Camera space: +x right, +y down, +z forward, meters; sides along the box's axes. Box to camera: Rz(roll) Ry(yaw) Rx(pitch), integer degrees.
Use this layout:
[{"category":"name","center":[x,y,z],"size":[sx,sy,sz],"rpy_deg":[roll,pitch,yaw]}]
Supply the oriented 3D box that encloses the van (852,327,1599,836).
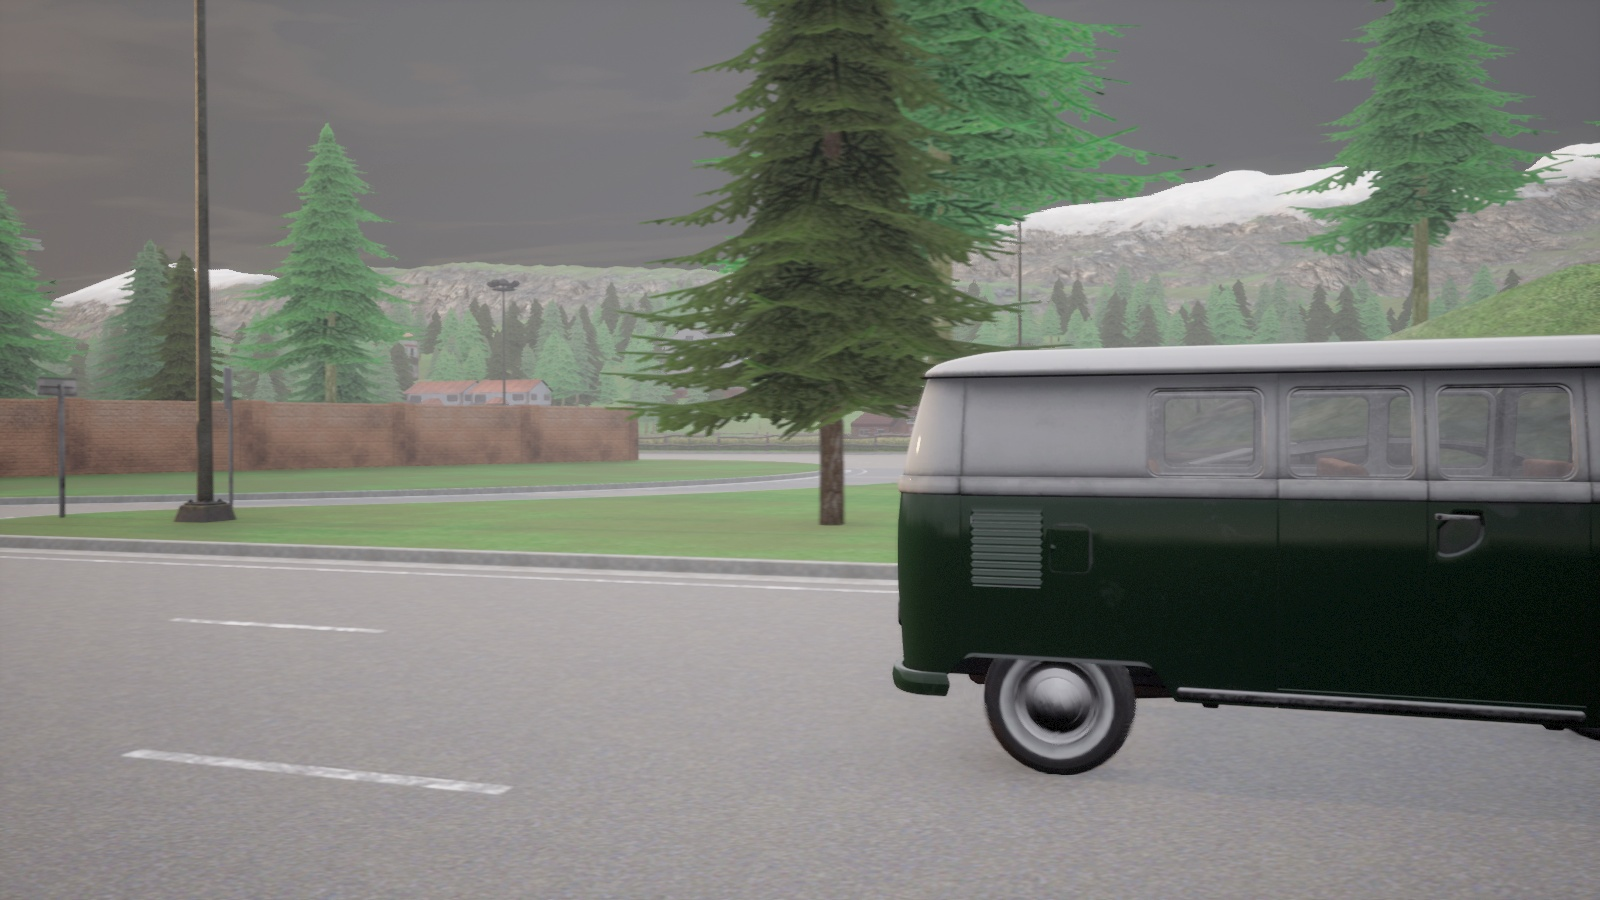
[{"category":"van","center":[2.634,0.493,5.996],"size":[4.442,1.987,1.775],"rpy_deg":[1,1,19]}]
